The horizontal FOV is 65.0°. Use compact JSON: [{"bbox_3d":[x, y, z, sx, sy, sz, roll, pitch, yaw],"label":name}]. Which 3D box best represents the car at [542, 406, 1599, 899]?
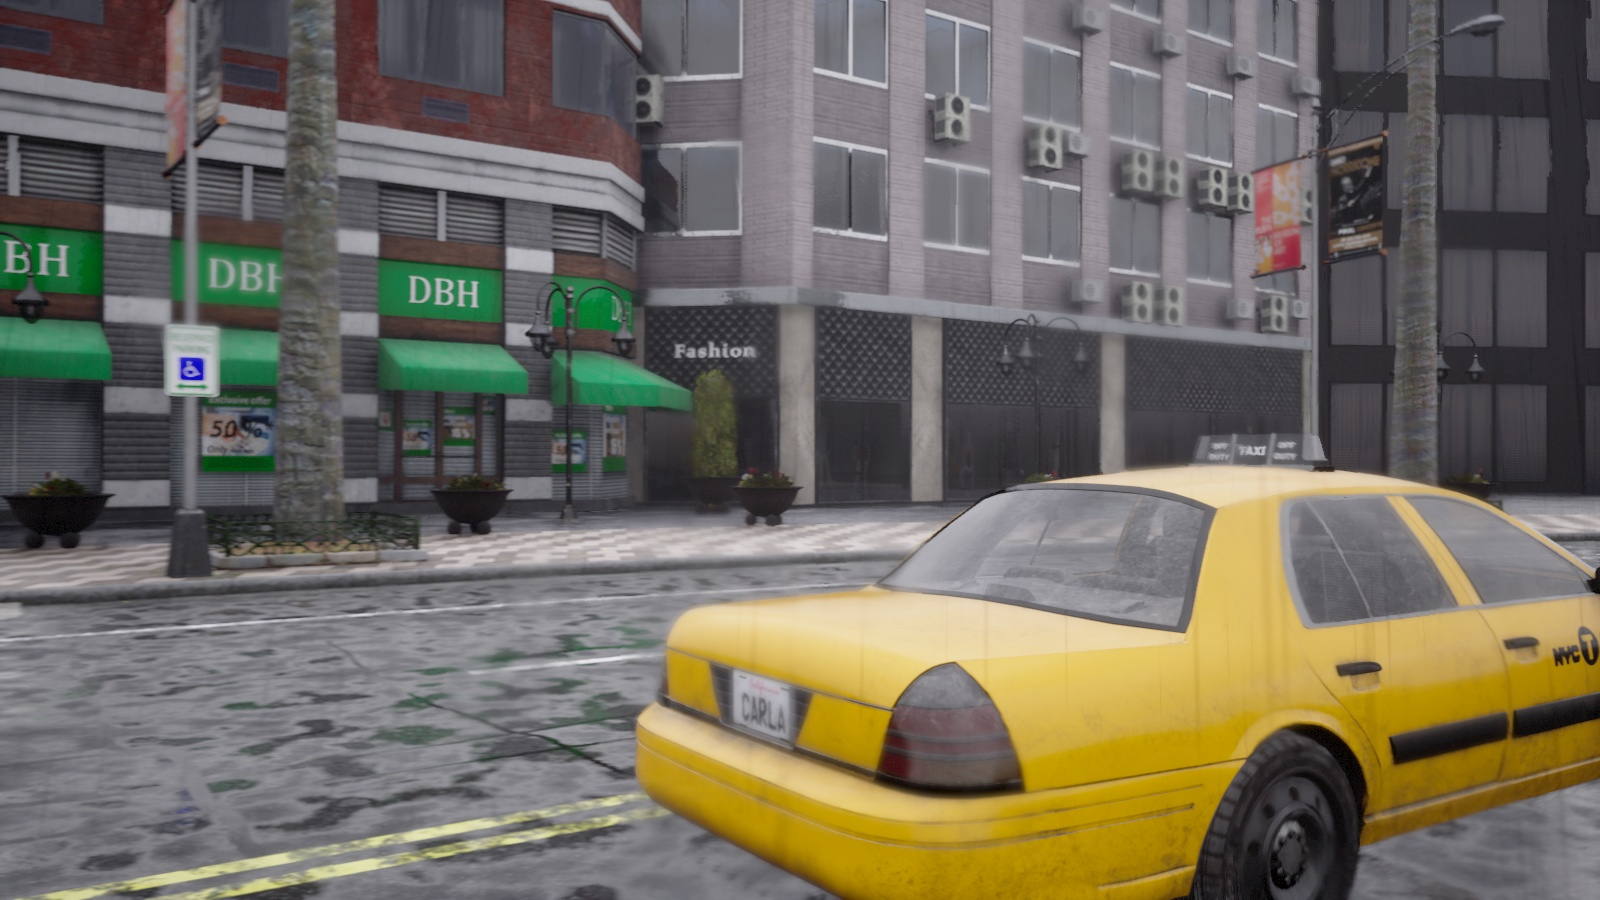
[{"bbox_3d":[1.873,0.700,4.932,5.366,1.575,1.801,0,0,-33],"label":"car"}]
